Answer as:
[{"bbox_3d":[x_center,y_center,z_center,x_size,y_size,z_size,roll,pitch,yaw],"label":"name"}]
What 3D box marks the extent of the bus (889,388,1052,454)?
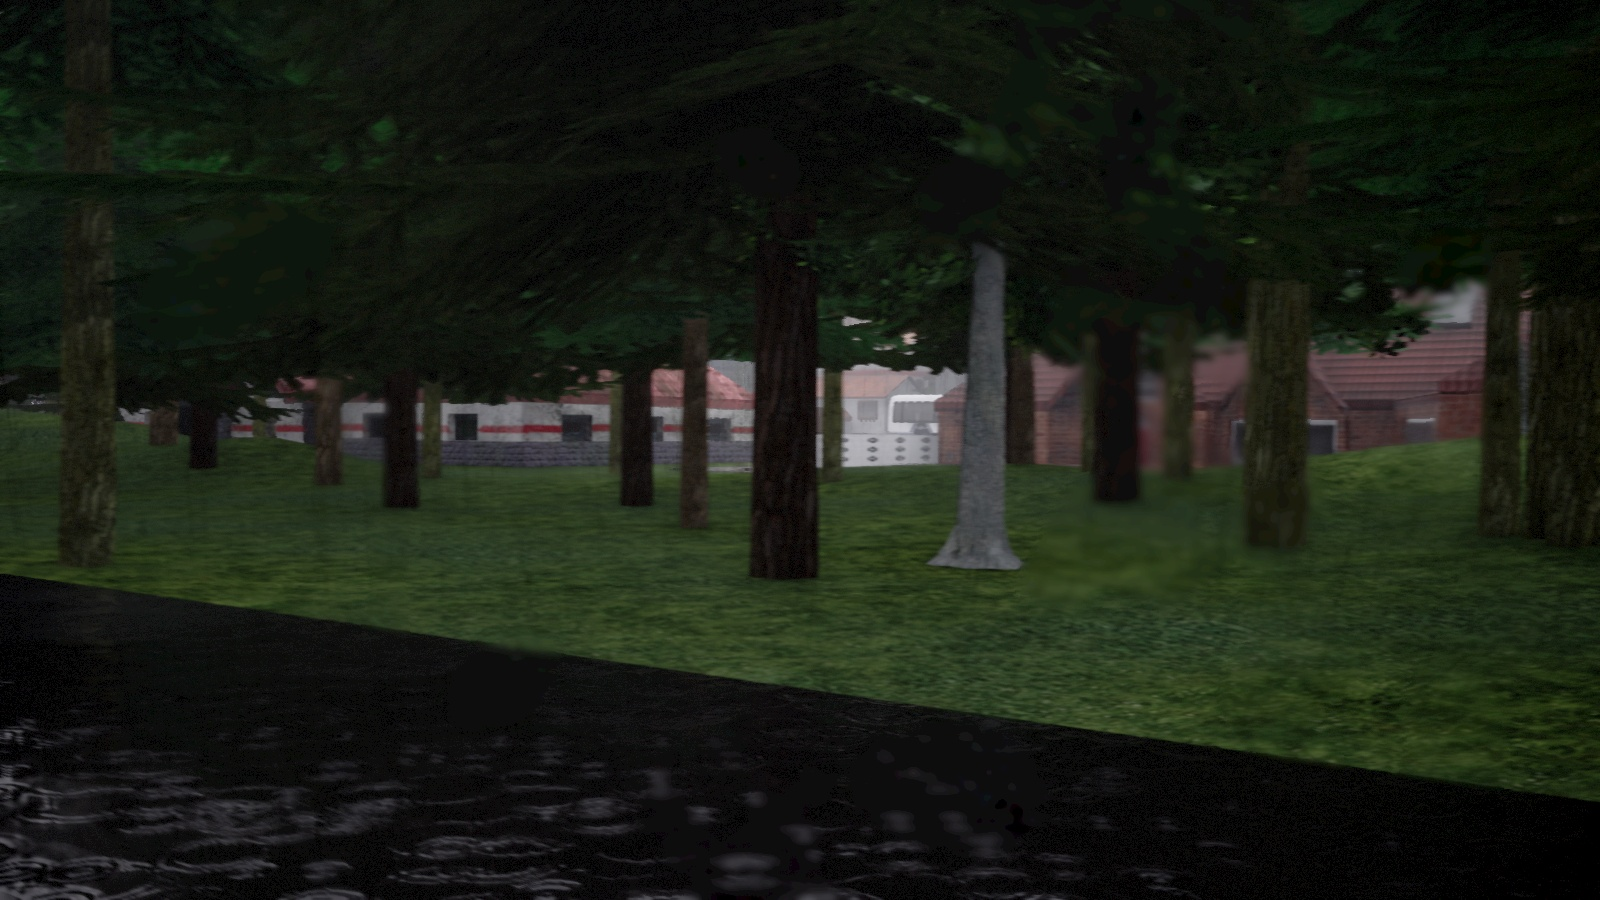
[{"bbox_3d":[11.531,-1.905,85.552,10.273,4.253,3.944,0,1,33],"label":"bus"}]
